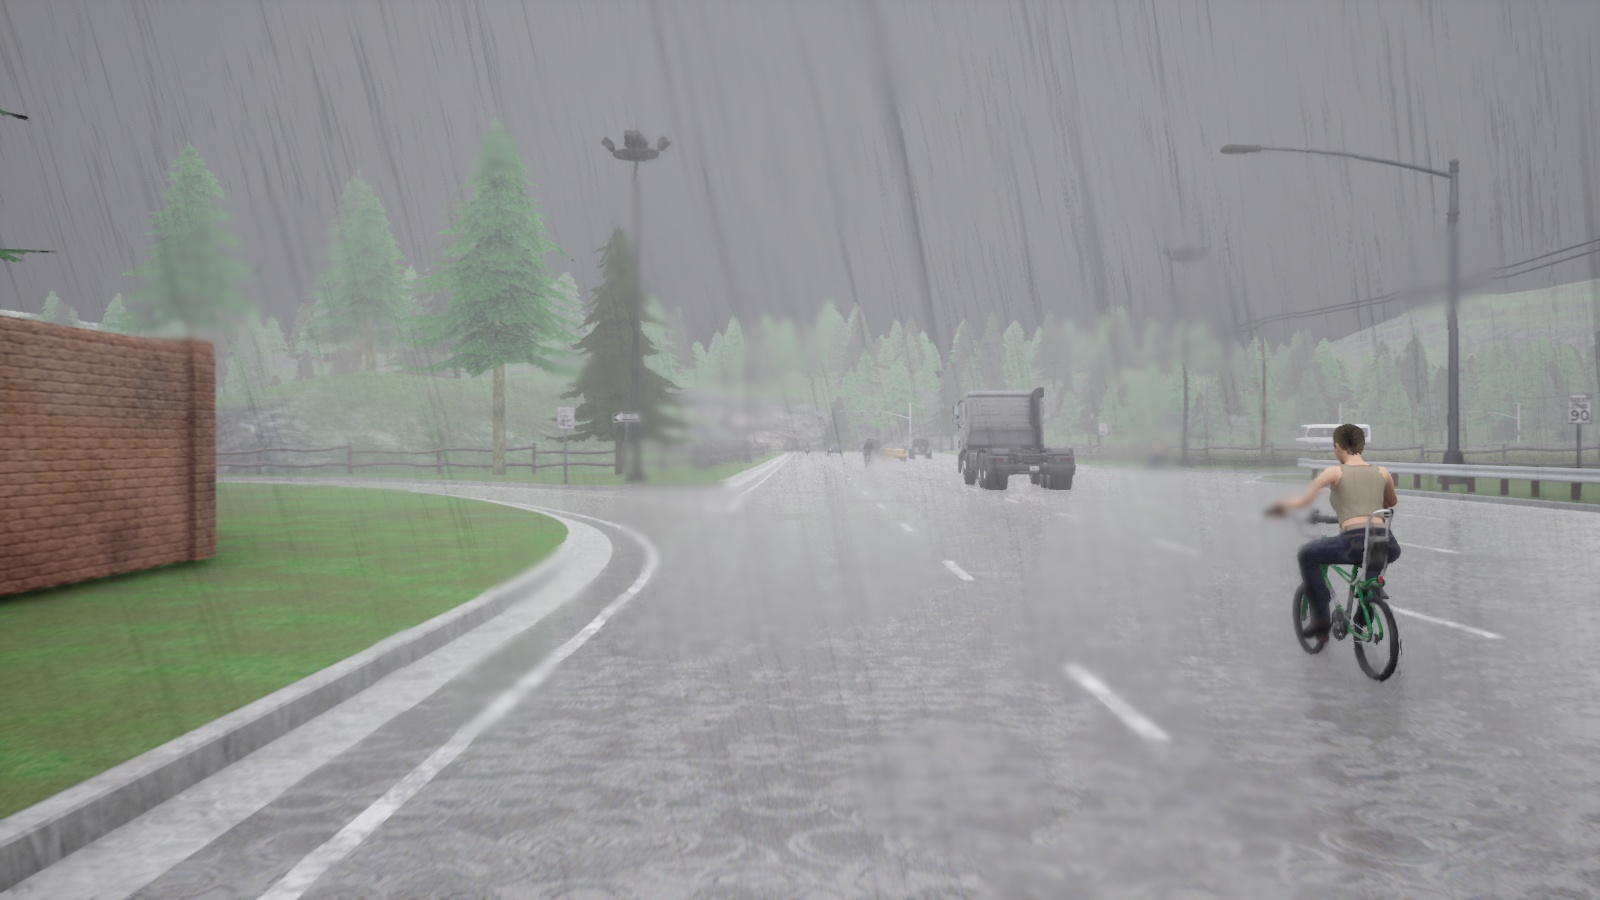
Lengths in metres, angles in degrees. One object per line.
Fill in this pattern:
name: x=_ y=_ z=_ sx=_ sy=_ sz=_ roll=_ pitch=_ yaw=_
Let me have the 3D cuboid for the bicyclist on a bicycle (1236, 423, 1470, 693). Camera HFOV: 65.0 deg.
bicyclist on a bicycle: x=3.567 y=0.639 z=8.256 sx=0.866 sy=1.612 sz=1.509 roll=0 pitch=0 yaw=0

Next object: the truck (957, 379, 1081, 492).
truck: x=7.259 y=-0.471 z=42.759 sx=2.891 sy=3.462 sz=7.936 roll=0 pitch=0 yaw=0
